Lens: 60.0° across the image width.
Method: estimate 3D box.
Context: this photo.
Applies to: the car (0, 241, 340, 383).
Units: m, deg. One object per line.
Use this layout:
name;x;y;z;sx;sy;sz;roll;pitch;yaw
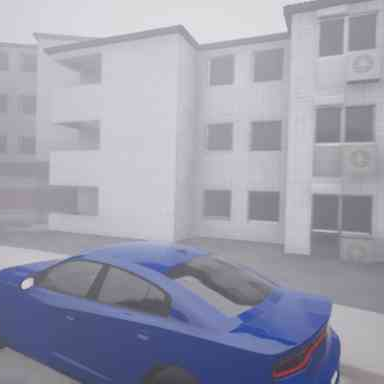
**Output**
car;-0.842;1.391;4.264;5.008;1.535;1.882;2;1;32
